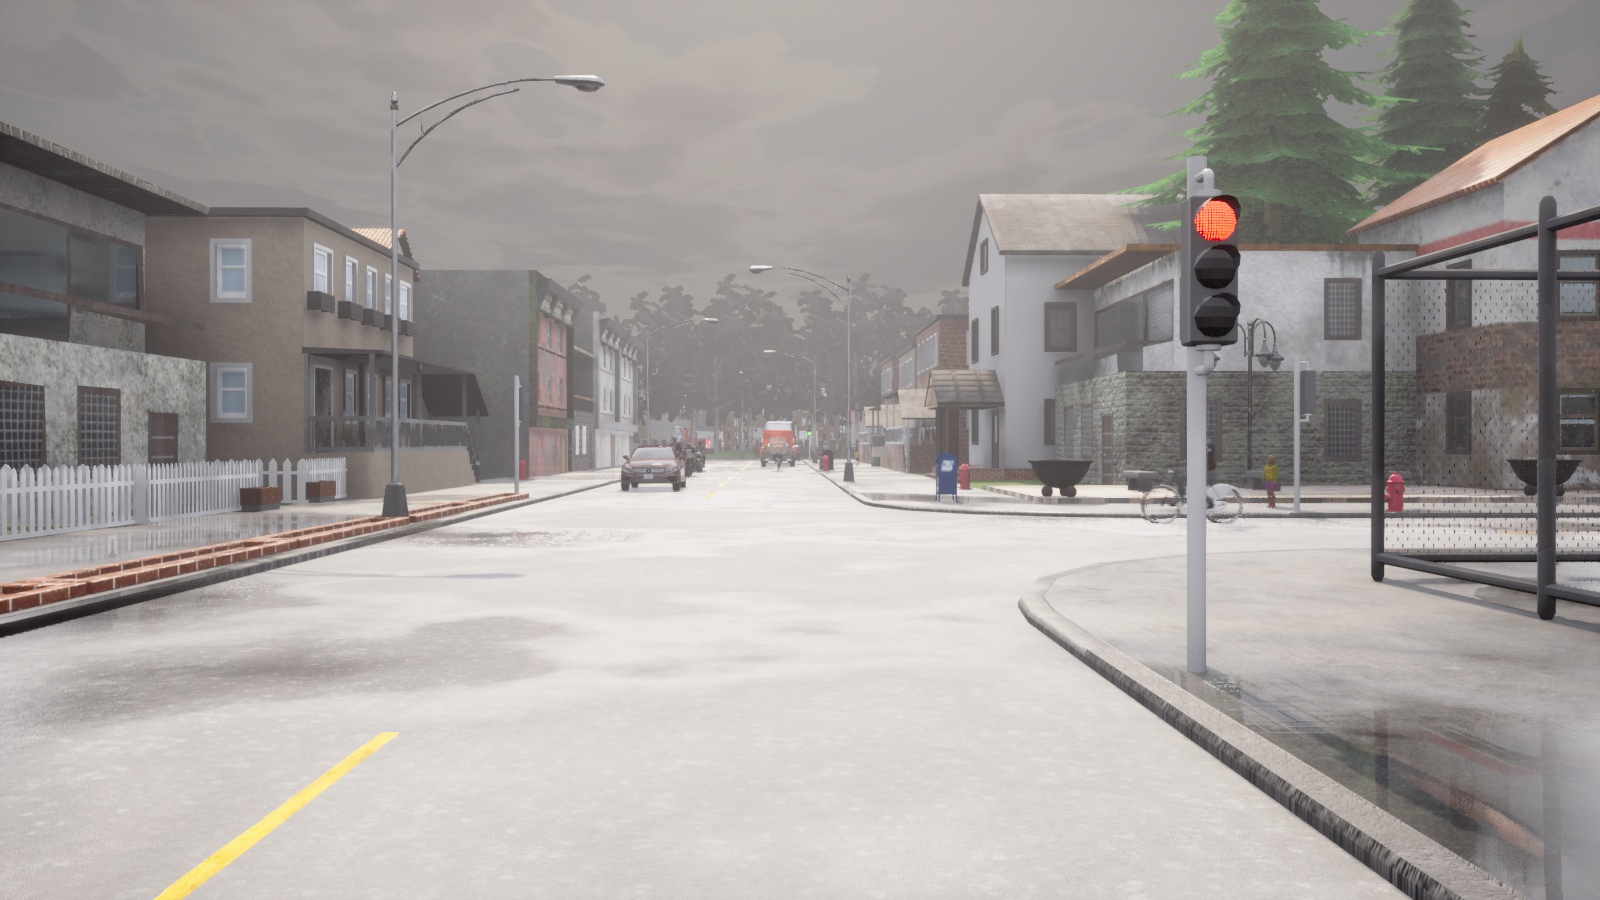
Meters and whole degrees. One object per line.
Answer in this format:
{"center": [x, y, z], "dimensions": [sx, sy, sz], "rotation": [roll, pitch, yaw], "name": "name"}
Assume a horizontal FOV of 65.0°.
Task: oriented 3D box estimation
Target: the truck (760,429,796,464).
{"center": [-1.626, -0.263, 92.430], "dimensions": [2.627, 2.467, 5.204], "rotation": [0, 0, -1], "name": "truck"}

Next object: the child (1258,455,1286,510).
{"center": [10.032, 0.690, 26.706], "dimensions": [0.473, 1.160, 0.299], "rotation": [0, 0, -21], "name": "child"}

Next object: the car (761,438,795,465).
{"center": [-1.416, 0.068, 80.815], "dimensions": [2.152, 1.651, 5.027], "rotation": [0, 0, -1], "name": "car"}

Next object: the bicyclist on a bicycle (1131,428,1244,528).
{"center": [6.995, 0.494, 22.718], "dimensions": [1.843, 1.776, 0.659], "rotation": [0, 0, -1], "name": "bicyclist on a bicycle"}

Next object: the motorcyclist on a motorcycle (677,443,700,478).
{"center": [-4.976, 0.460, 56.292], "dimensions": [0.866, 1.530, 2.191], "rotation": [0, 1, -1], "name": "motorcyclist on a motorcycle"}

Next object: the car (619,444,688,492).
{"center": [-4.706, 0.538, 40.827], "dimensions": [1.812, 1.442, 4.674], "rotation": [0, 0, -2], "name": "car"}
